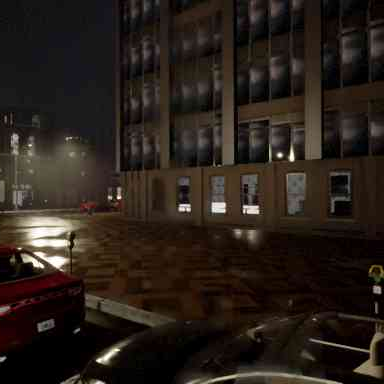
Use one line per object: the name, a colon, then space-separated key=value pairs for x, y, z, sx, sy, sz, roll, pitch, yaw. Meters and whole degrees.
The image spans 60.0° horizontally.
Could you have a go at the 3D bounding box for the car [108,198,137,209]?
car: x=-10.363 y=1.643 z=49.823 sx=1.967 sy=1.590 sz=4.097 roll=-1 pitch=-1 yaw=36

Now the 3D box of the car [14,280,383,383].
car: x=0.980 y=1.551 z=2.181 sx=4.403 sy=1.369 sz=2.008 roll=0 pitch=0 yaw=36

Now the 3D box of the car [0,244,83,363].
car: x=-3.650 y=1.545 z=5.492 sx=4.507 sy=1.381 sz=1.887 roll=0 pitch=0 yaw=36

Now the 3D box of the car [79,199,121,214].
car: x=-10.171 y=1.683 z=35.916 sx=1.802 sy=1.307 sz=4.206 roll=-1 pitch=-1 yaw=36
